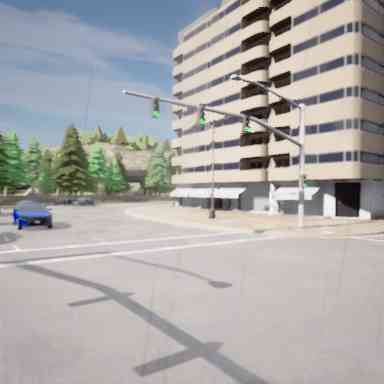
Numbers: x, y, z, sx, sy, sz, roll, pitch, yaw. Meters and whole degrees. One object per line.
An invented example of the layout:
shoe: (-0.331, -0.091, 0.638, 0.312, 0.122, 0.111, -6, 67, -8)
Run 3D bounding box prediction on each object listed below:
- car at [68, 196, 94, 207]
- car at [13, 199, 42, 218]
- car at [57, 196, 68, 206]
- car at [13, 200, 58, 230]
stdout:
car: (-16.725, 1.492, 51.372, 1.812, 1.442, 4.674, 1, 0, 10)
car: (-14.985, 1.444, 30.483, 1.812, 1.442, 4.674, 1, 0, -19)
car: (-19.972, 1.446, 53.082, 1.837, 1.490, 4.892, 0, -1, 11)
car: (-10.039, 1.416, 20.906, 1.882, 1.535, 5.008, 1, 0, -32)
